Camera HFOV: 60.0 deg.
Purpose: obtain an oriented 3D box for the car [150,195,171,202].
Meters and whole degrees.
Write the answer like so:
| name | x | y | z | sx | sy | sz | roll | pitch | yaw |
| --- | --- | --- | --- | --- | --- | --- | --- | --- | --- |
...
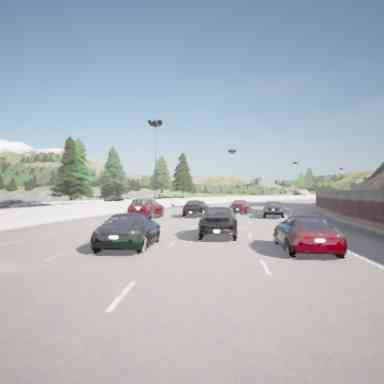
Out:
| name | x | y | z | sx | sy | sz | roll | pitch | yaw |
| --- | --- | --- | --- | --- | --- | --- | --- | --- | --- |
| car | -6.764 | 1.411 | 71.985 | 2.128 | 1.511 | 4.902 | 0 | 0 | 26 |

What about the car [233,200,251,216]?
| name | x | y | z | sx | sy | sz | roll | pitch | yaw |
| --- | --- | --- | --- | --- | --- | --- | --- | --- | --- |
| car | 5.059 | 1.529 | 34.848 | 1.812 | 1.442 | 4.674 | 0 | 0 | 15 |

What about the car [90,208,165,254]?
| name | x | y | z | sx | sy | sz | roll | pitch | yaw |
| --- | --- | --- | --- | --- | --- | --- | --- | --- | --- |
| car | -2.530 | 1.552 | 13.600 | 1.994 | 1.385 | 4.181 | 0 | 0 | 6 |

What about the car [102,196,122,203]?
| name | x | y | z | sx | sy | sz | roll | pitch | yaw |
| --- | --- | --- | --- | --- | --- | --- | --- | --- | --- |
| car | -14.927 | 1.458 | 62.875 | 1.837 | 1.490 | 4.892 | 0 | 0 | 23 |

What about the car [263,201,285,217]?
| name | x | y | z | sx | sy | sz | roll | pitch | yaw |
| --- | --- | --- | --- | --- | --- | --- | --- | --- | --- |
| car | 7.549 | 1.560 | 30.761 | 2.033 | 1.411 | 5.357 | 0 | 0 | 14 |

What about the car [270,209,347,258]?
| name | x | y | z | sx | sy | sz | roll | pitch | yaw |
| --- | --- | --- | --- | --- | --- | --- | --- | --- | --- |
| car | 4.435 | 1.573 | 12.974 | 1.994 | 1.385 | 4.181 | 0 | 0 | 6 |

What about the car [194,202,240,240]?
| name | x | y | z | sx | sy | sz | roll | pitch | yaw |
| --- | --- | --- | --- | --- | --- | --- | --- | --- | --- |
| car | 1.429 | 1.504 | 17.232 | 1.837 | 1.490 | 4.892 | 0 | 0 | 8 |

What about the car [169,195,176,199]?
| name | x | y | z | sx | sy | sz | roll | pitch | yaw |
| --- | --- | --- | --- | --- | --- | --- | --- | --- | --- |
| car | -3.680 | 1.424 | 70.328 | 2.128 | 1.511 | 4.902 | 0 | 0 | 26 |

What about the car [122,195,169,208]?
| name | x | y | z | sx | sy | sz | roll | pitch | yaw |
| --- | --- | --- | --- | --- | --- | --- | --- | --- | --- |
| car | -3.787 | 1.332 | 27.979 | 2.097 | 1.767 | 4.553 | 0 | 0 | 12 |

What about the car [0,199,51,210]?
| name | x | y | z | sx | sy | sz | roll | pitch | yaw |
| --- | --- | --- | --- | --- | --- | --- | --- | --- | --- |
| car | -14.505 | 1.497 | 29.175 | 2.033 | 1.411 | 5.357 | 0 | 0 | 11 |

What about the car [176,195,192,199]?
| name | x | y | z | sx | sy | sz | roll | pitch | yaw |
| --- | --- | --- | --- | --- | --- | --- | --- | --- | --- |
| car | -0.899 | 1.531 | 68.078 | 1.895 | 1.301 | 4.718 | 0 | 0 | 26 |

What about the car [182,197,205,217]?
| name | x | y | z | sx | sy | sz | roll | pitch | yaw |
| --- | --- | --- | --- | --- | --- | --- | --- | --- | --- |
| car | 0.443 | 1.497 | 30.926 | 1.837 | 1.490 | 4.892 | 0 | 0 | 13 |
